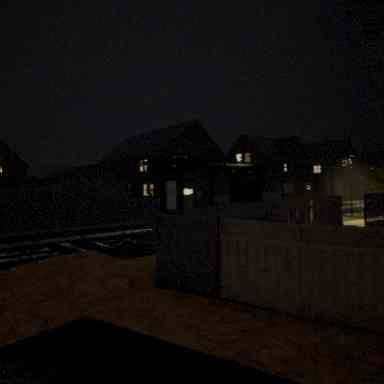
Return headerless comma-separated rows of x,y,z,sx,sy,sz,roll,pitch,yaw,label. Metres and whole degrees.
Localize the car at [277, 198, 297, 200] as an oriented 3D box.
6.115,1.094,21.485,4.718,1.301,1.895,-2,1,-39,car
